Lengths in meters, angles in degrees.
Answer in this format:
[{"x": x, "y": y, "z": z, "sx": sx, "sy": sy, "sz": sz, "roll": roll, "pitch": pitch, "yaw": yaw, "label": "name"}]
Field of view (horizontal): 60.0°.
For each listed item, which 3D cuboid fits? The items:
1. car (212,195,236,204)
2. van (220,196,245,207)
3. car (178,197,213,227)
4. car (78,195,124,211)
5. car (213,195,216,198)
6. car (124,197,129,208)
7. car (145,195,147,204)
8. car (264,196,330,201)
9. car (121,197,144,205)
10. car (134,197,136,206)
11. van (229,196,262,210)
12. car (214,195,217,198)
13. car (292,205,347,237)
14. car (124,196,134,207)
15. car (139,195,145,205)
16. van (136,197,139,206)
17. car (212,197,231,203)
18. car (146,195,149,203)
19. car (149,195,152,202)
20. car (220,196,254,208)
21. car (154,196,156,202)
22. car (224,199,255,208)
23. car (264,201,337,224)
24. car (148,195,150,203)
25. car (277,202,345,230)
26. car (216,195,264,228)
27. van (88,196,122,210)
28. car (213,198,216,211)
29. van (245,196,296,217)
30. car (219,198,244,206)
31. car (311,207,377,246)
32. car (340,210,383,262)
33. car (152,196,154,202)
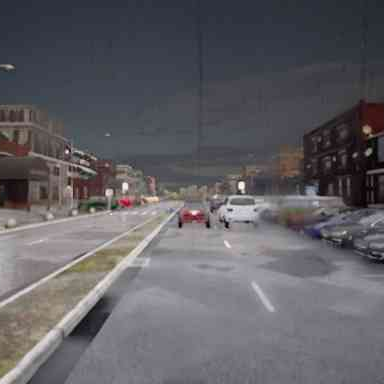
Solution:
[{"x": 7.808, "y": 1.793, "z": 82.069, "sx": 5.566, "sy": 2.045, "sz": 2.435, "roll": 0, "pitch": 0, "yaw": 0, "label": "car"}, {"x": 7.630, "y": 1.721, "z": 62.764, "sx": 4.442, "sy": 1.987, "sz": 1.878, "roll": 0, "pitch": 0, "yaw": 0, "label": "van"}, {"x": 0.138, "y": 1.419, "z": 23.445, "sx": 2.097, "sy": 1.767, "sz": 4.553, "roll": 0, "pitch": -1, "yaw": 0, "label": "car"}, {"x": -12.890, "y": 1.553, "z": 46.134, "sx": 5.566, "sy": 2.045, "sz": 2.435, "roll": 0, "pitch": -1, "yaw": 0, "label": "car"}, {"x": 7.739, "y": 1.895, "z": 76.554, "sx": 4.553, "sy": 1.767, "sz": 2.185, "roll": 0, "pitch": 0, "yaw": 0, "label": "car"}, {"x": -12.797, "y": 1.890, "z": 51.814, "sx": 4.792, "sy": 1.488, "sz": 2.163, "roll": 0, "pitch": -1, "yaw": 0, "label": "car"}, {"x": -12.558, "y": 1.978, "z": 68.486, "sx": 5.366, "sy": 1.575, "sz": 1.946, "roll": 0, "pitch": 0, "yaw": 0, "label": "car"}, {"x": 7.657, "y": 1.327, "z": 26.917, "sx": 5.566, "sy": 2.045, "sz": 2.435, "roll": 0, "pitch": -1, "yaw": 0, "label": "car"}, {"x": -12.765, "y": 1.868, "z": 71.144, "sx": 4.553, "sy": 1.767, "sz": 2.185, "roll": 0, "pitch": 0, "yaw": 0, "label": "car"}, {"x": -12.785, "y": 1.909, "z": 57.368, "sx": 4.892, "sy": 1.521, "sz": 2.231, "roll": 0, "pitch": 0, "yaw": 0, "label": "car"}, {"x": 7.840, "y": 1.607, "z": 48.971, "sx": 4.442, "sy": 1.987, "sz": 1.878, "roll": 0, "pitch": -1, "yaw": 0, "label": "van"}, {"x": 7.946, "y": 1.992, "z": 71.037, "sx": 5.366, "sy": 1.575, "sz": 1.946, "roll": 0, "pitch": 0, "yaw": 0, "label": "car"}, {"x": 7.637, "y": 1.526, "z": 15.888, "sx": 4.792, "sy": 1.488, "sz": 2.163, "roll": 0, "pitch": 0, "yaw": 0, "label": "car"}, {"x": -12.837, "y": 1.633, "z": 54.470, "sx": 5.566, "sy": 2.045, "sz": 2.435, "roll": 0, "pitch": 0, "yaw": 0, "label": "car"}, {"x": -12.723, "y": 1.713, "z": 65.705, "sx": 5.566, "sy": 2.045, "sz": 2.435, "roll": 0, "pitch": 0, "yaw": 0, "label": "car"}, {"x": -12.882, "y": 1.721, "z": 62.806, "sx": 4.442, "sy": 1.987, "sz": 1.878, "roll": 0, "pitch": 0, "yaw": 0, "label": "van"}, {"x": 7.818, "y": 2.104, "z": 87.580, "sx": 4.792, "sy": 1.488, "sz": 2.163, "roll": 0, "pitch": 0, "yaw": 0, "label": "car"}, {"x": -12.718, "y": 2.006, "z": 73.922, "sx": 5.008, "sy": 1.535, "sz": 2.097, "roll": 0, "pitch": 0, "yaw": 0, "label": "car"}, {"x": -12.709, "y": 2.029, "z": 79.481, "sx": 4.892, "sy": 1.521, "sz": 2.231, "roll": 0, "pitch": 0, "yaw": 0, "label": "car"}, {"x": 7.709, "y": 1.654, "z": 57.247, "sx": 5.566, "sy": 2.045, "sz": 2.435, "roll": 0, "pitch": 0, "yaw": 0, "label": "car"}, {"x": -12.858, "y": 2.064, "z": 87.942, "sx": 5.366, "sy": 1.575, "sz": 1.946, "roll": 0, "pitch": 0, "yaw": 0, "label": "car"}, {"x": 7.704, "y": 1.913, "z": 54.487, "sx": 4.792, "sy": 1.488, "sz": 2.163, "roll": 0, "pitch": 0, "yaw": 0, "label": "car"}, {"x": 7.684, "y": 1.593, "z": 24.155, "sx": 4.674, "sy": 1.452, "sz": 2.002, "roll": 0, "pitch": -1, "yaw": 0, "label": "car"}, {"x": -12.742, "y": 2.046, "z": 76.702, "sx": 4.792, "sy": 1.488, "sz": 2.163, "roll": 0, "pitch": 0, "yaw": 0, "label": "car"}, {"x": 7.678, "y": 1.511, "z": 18.643, "sx": 5.008, "sy": 1.535, "sz": 2.097, "roll": 0, "pitch": 0, "yaw": 0, "label": "car"}, {"x": 3.138, "y": 1.285, "z": 22.883, "sx": 2.150, "sy": 2.045, "sz": 5.566, "roll": 0, "pitch": 0, "yaw": 0, "label": "car"}, {"x": -12.726, "y": 1.607, "z": 48.909, "sx": 4.442, "sy": 1.987, "sz": 1.878, "roll": 0, "pitch": -1, "yaw": 0, "label": "van"}, {"x": 3.168, "y": 1.775, "z": 41.345, "sx": 1.837, "sy": 1.490, "sz": 4.892, "roll": 0, "pitch": -1, "yaw": 0, "label": "car"}, {"x": 7.579, "y": 1.416, "z": 32.428, "sx": 4.442, "sy": 1.987, "sz": 1.878, "roll": 0, "pitch": -1, "yaw": 0, "label": "van"}, {"x": 7.749, "y": 2.005, "z": 65.520, "sx": 4.674, "sy": 1.452, "sz": 2.002, "roll": 0, "pitch": 0, "yaw": 0, "label": "car"}, {"x": 7.669, "y": 1.486, "z": 13.132, "sx": 4.892, "sy": 1.521, "sz": 2.231, "roll": 0, "pitch": 0, "yaw": 0, "label": "car"}, {"x": 7.664, "y": 1.477, "z": 10.375, "sx": 4.892, "sy": 1.521, "sz": 2.231, "roll": 0, "pitch": 0, "yaw": 0, "label": "car"}, {"x": -12.698, "y": 2.039, "z": 82.385, "sx": 5.008, "sy": 1.535, "sz": 2.097, "roll": 0, "pitch": 0, "yaw": 0, "label": "car"}]
